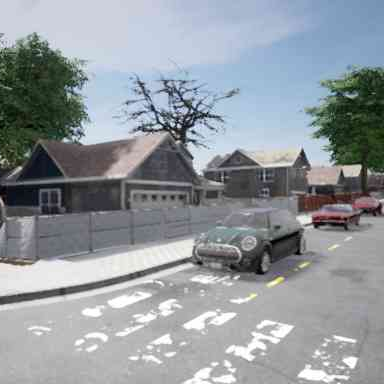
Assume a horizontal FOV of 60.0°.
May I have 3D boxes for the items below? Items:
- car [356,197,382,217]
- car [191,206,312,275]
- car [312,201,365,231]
[{"bbox_3d":[14.740,1.182,28.099,1.882,1.535,5.008,-1,0,36],"label":"car"},{"bbox_3d":[1.919,1.301,10.499,2.097,1.767,4.553,-1,0,36],"label":"car"},{"bbox_3d":[8.572,1.422,19.638,1.895,1.301,4.718,-1,0,36],"label":"car"}]
